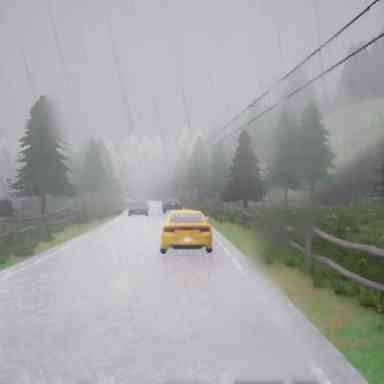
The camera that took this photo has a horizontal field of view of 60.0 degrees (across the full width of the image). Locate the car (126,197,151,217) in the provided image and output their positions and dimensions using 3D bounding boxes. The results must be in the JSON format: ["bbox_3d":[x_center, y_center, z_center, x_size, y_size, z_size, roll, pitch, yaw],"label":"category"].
[{"bbox_3d":[-4.992,1.522,31.396,1.837,1.490,4.892,0,0,-6],"label":"car"}]

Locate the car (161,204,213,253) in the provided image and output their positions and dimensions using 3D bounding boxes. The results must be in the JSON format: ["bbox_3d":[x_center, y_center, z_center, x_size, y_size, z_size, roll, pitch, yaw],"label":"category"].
[{"bbox_3d":[-0.271,1.481,13.862,1.882,1.535,5.008,0,0,-2],"label":"car"}]

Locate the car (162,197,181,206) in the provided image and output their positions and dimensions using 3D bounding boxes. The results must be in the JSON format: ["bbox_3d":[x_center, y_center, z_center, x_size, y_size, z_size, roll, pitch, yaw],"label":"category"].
[{"bbox_3d":[-2.334,1.365,38.050,2.097,1.767,4.553,0,0,-7],"label":"car"}]
